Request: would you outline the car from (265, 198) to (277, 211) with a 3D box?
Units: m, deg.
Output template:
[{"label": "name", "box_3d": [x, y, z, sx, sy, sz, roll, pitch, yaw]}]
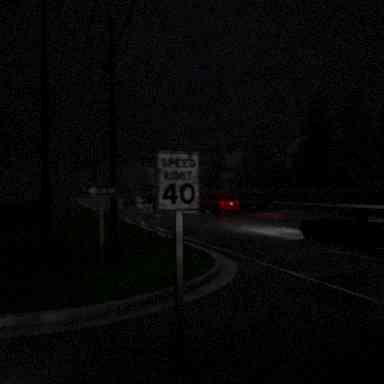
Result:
[{"label": "car", "box_3d": [7.714, 1.370, 38.364, 2.128, 1.511, 4.902, -1, 0, -23]}]

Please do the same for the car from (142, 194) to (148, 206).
[{"label": "car", "box_3d": [-6.553, 1.279, 54.485, 2.150, 2.045, 5.566, -1, 0, -23]}]

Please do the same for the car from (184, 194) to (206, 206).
[{"label": "car", "box_3d": [0.397, 1.317, 56.001, 2.097, 1.767, 4.553, -1, 0, -23]}]

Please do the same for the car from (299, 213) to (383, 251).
[{"label": "car", "box_3d": [6.607, 1.504, 13.632, 1.895, 1.301, 4.718, -1, 0, -23]}]

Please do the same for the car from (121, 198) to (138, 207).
[{"label": "car", "box_3d": [-10.208, 1.670, 54.173, 1.994, 1.385, 4.181, -1, 0, -23]}]

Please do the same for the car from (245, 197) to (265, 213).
[{"label": "car", "box_3d": [5.189, 1.390, 35.319, 1.882, 1.535, 5.008, -1, 0, -23]}]

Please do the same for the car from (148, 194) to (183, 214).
[{"label": "car", "box_3d": [-2.617, 1.236, 35.835, 2.150, 2.045, 5.566, -1, 0, -23]}]

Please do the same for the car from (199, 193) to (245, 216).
[{"label": "car", "box_3d": [2.531, 1.170, 32.584, 2.150, 2.045, 5.566, -1, 0, -23]}]
